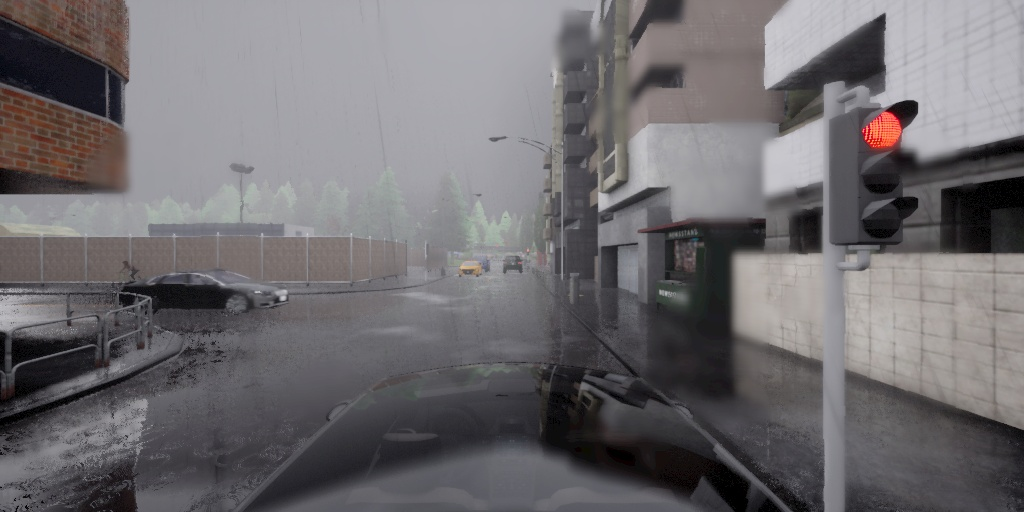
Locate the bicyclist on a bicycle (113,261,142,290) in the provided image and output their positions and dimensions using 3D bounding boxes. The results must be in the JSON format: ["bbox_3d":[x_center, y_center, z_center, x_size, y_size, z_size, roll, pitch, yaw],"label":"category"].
[{"bbox_3d":[-22.177,1.099,20.723,0.582,1.620,1.656,0,0,0],"label":"bicyclist on a bicycle"}]

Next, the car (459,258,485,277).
[{"bbox_3d":[-4.105,1.228,35.815,1.882,1.535,5.008,0,0,0],"label":"car"}]

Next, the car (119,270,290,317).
[{"bbox_3d":[-10.622,1.241,12.620,4.902,1.511,2.128,0,0,-4],"label":"car"}]

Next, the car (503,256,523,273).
[{"bbox_3d":[0.095,0.971,42.692,2.150,2.045,5.566,0,0,0],"label":"car"}]

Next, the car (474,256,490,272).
[{"bbox_3d":[-4.072,0.971,46.517,2.150,2.045,5.566,0,0,0],"label":"car"}]
